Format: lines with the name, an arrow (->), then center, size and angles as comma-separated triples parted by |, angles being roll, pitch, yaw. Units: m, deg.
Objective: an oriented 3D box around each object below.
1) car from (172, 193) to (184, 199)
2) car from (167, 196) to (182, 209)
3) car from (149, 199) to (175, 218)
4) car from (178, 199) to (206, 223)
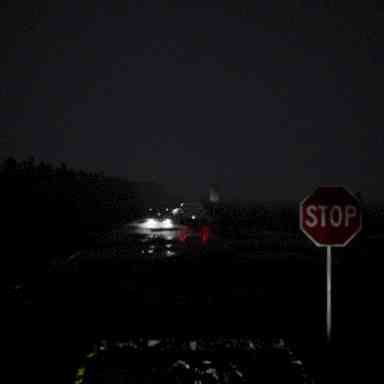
car -> -2.733, 1.159, 65.373 | 2.150, 2.045, 5.566 | 0, 0, 0
car -> -2.830, 1.540, 44.794 | 1.994, 1.385, 4.181 | 0, 0, 0
car -> -2.840, 1.587, 30.721 | 1.895, 1.301, 4.718 | 0, 0, 0
car -> 0.110, 1.515, 25.191 | 1.812, 1.442, 4.674 | 0, 0, 0
